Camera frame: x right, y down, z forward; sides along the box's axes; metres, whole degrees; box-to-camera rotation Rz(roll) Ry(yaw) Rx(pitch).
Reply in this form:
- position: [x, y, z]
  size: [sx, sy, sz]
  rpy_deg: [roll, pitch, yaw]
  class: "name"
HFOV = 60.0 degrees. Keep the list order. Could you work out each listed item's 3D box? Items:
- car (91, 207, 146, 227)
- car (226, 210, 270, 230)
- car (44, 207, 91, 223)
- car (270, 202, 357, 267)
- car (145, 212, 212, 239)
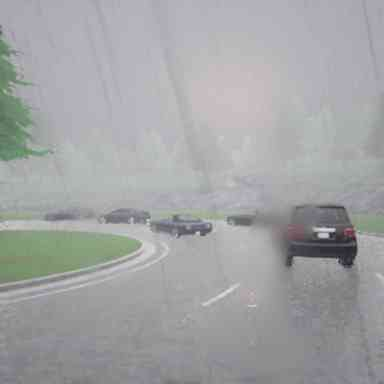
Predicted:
- position: [-5.789, 2.069, 28.152]
  size: [4.892, 1.490, 1.837]
  rpy_deg: [-1, -2, 25]
  class: "car"
- position: [4.568, 1.962, 24.068]
  size: [1.895, 1.301, 4.718]
  rpy_deg: [0, -1, -33]
  class: "car"
- position: [-12.053, 2.216, 32.875]
  size: [4.902, 1.511, 2.128]
  rpy_deg: [-1, -1, 3]
  class: "car"
- position: [4.258, 1.385, 12.284]
  size: [2.150, 2.045, 5.566]
  rpy_deg: [0, -1, 10]
  class: "car"
- position: [-0.828, 1.959, 19.851]
  size: [1.895, 1.301, 4.718]
  rpy_deg: [0, -1, -30]
  class: "car"
